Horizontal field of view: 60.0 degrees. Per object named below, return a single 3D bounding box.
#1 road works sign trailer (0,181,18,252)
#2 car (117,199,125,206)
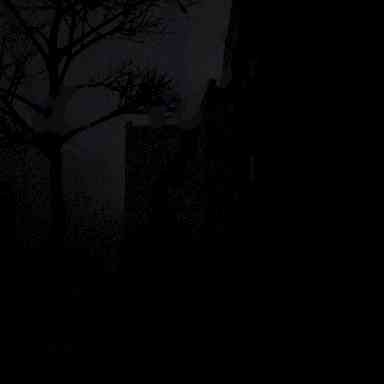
[{"bbox_3d":[-7.742,0.943,10.855,3.560,2.380,2.880,-4,2,-9],"label":"road works sign trailer"},{"bbox_3d":[-12.695,1.977,64.430,1.994,1.385,4.181,1,0,19],"label":"car"}]
